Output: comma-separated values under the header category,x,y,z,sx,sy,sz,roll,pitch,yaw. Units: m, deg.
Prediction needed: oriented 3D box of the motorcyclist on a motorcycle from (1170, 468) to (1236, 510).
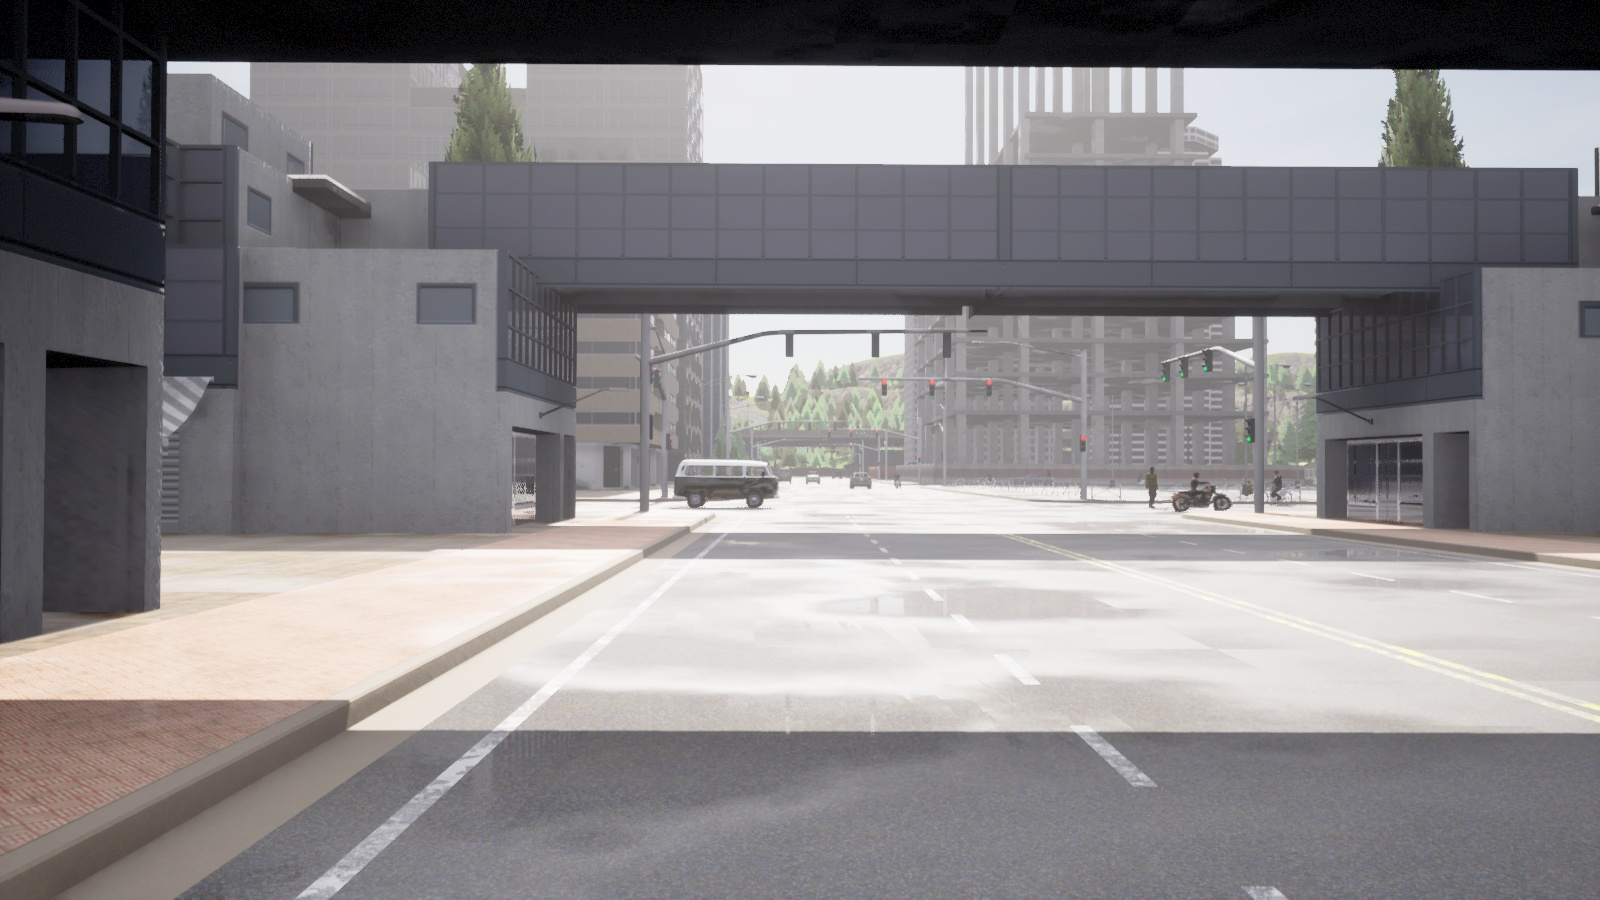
category,x,y,z,sx,sy,sz,roll,pitch,yaw
motorcyclist on a motorcycle,15.933,1.543,49.661,2.350,1.649,0.766,0,-1,0

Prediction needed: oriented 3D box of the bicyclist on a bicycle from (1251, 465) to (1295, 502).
category,x,y,z,sx,sy,sz,roll,pitch,yaw
bicyclist on a bicycle,22.648,1.614,60.157,1.843,1.776,0.659,0,-1,0

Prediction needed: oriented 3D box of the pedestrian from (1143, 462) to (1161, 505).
category,x,y,z,sx,sy,sz,roll,pitch,yaw
pedestrian,15.174,1.462,54.179,0.431,1.840,0.709,0,-1,-14

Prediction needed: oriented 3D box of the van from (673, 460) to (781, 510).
category,x,y,z,sx,sy,sz,roll,pitch,yaw
van,-3.030,1.446,52.890,4.480,2.038,2.069,0,-1,-1
